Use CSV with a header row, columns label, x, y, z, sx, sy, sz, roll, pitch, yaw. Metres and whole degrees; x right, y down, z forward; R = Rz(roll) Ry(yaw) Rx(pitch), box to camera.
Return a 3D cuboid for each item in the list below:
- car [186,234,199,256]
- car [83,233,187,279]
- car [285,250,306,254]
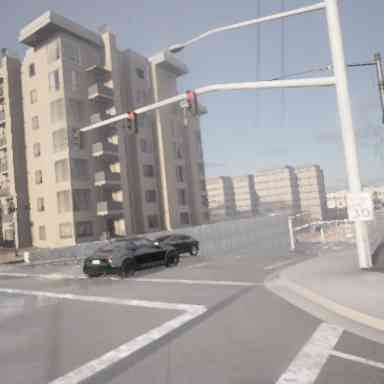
label,x,y,z,sx,sy,sz,roll,pitch,yaw
car,-1.412,3.447,21.221,1.837,1.490,4.892,-8,-8,35
car,-2.335,2.563,13.543,1.994,1.385,4.181,-8,-7,32
car,12.559,7.810,40.321,2.097,1.767,4.553,-8,-17,35
